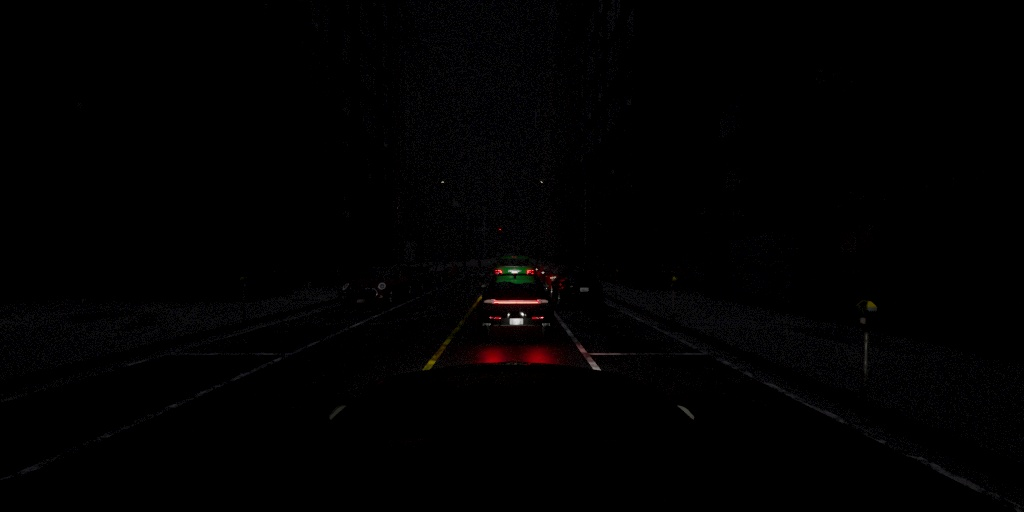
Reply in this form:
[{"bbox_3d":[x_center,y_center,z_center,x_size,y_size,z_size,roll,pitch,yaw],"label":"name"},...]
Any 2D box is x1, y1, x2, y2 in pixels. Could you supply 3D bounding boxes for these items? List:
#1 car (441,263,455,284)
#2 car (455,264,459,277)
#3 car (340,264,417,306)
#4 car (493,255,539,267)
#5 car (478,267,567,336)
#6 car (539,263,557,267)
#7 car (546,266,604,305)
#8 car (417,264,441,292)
[{"bbox_3d":[-5.784,1.299,26.660,2.007,1.370,4.403,0,0,0],"label":"car"},{"bbox_3d":[-5.789,1.294,32.166,1.888,1.381,4.507,0,0,0],"label":"car"},{"bbox_3d":[-5.776,1.188,15.650,1.967,1.591,4.097,0,0,0],"label":"car"},{"bbox_3d":[0.086,0.970,20.307,2.150,2.045,5.566,0,0,-1],"label":"car"},{"bbox_3d":[0.093,1.240,10.387,2.128,1.511,4.902,0,0,0],"label":"car"},{"bbox_3d":[2.746,1.293,21.161,1.888,1.381,4.507,0,0,0],"label":"car"},{"bbox_3d":[2.750,1.314,15.657,1.948,1.339,4.313,0,0,0],"label":"car"},{"bbox_3d":[-5.780,1.314,21.155,1.948,1.339,4.313,0,0,0],"label":"car"}]
